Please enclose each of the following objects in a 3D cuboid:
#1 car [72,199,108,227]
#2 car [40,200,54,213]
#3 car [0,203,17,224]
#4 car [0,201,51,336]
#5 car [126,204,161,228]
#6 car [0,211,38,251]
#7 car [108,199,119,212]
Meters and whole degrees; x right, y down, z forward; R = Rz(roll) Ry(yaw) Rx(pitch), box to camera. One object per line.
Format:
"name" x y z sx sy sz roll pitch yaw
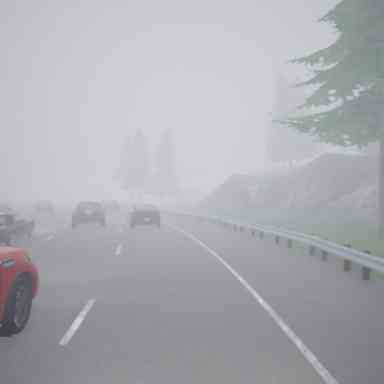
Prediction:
"car" -7.294 1.418 23.593 2.097 1.767 4.553 0 0 -16
"car" -17.345 1.681 38.903 2.033 1.411 5.357 0 0 -29
"car" -15.680 1.657 27.005 2.033 1.411 5.357 0 0 -21
"car" -3.708 1.244 3.547 2.150 2.045 5.566 0 0 -3
"car" -3.372 1.524 22.631 1.882 1.535 5.008 0 0 -15
"car" -8.676 1.662 15.155 1.895 1.301 4.718 0 0 -11
"car" -10.103 1.593 39.883 2.128 1.511 4.902 0 0 -27
